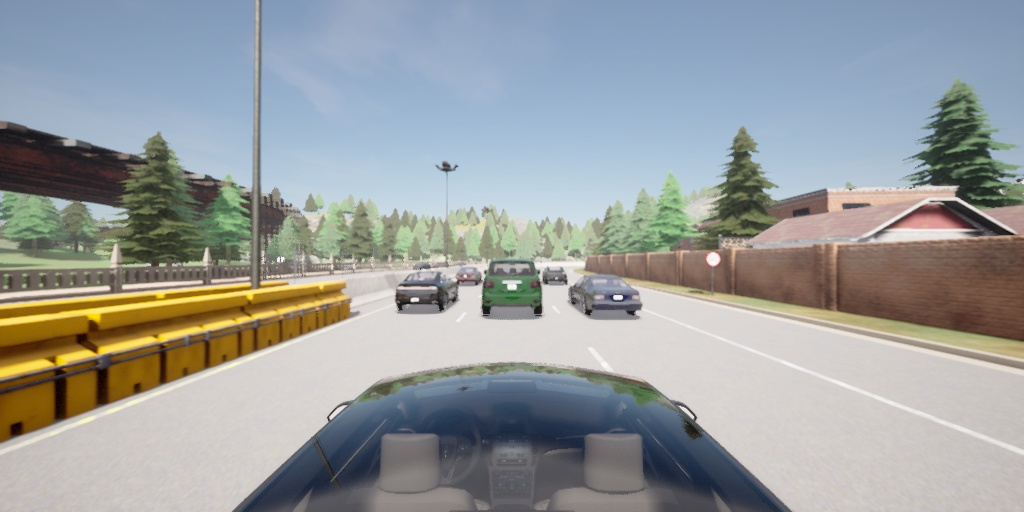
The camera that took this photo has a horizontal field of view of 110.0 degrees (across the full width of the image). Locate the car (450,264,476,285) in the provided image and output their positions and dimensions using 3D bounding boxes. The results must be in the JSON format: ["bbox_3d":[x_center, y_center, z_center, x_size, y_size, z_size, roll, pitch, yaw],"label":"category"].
[{"bbox_3d":[-3.485,1.602,29.341,2.033,1.411,5.357,0,-1,0],"label":"car"}]

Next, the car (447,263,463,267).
[{"bbox_3d":[-9.405,1.904,63.200,1.882,1.535,5.008,0,-1,9],"label":"car"}]

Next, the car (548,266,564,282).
[{"bbox_3d":[3.527,1.558,30.333,2.128,1.511,4.902,0,0,0],"label":"car"}]

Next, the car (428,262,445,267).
[{"bbox_3d":[-12.807,1.789,64.154,2.097,1.767,4.553,0,-1,9],"label":"car"}]

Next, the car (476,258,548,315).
[{"bbox_3d":[0.009,1.115,14.390,2.150,2.045,5.566,0,0,0],"label":"car"}]

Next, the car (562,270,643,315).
[{"bbox_3d":[3.509,1.437,14.348,2.033,1.411,5.357,0,-1,0],"label":"car"}]

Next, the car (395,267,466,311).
[{"bbox_3d":[-3.482,1.393,15.336,2.128,1.511,4.902,0,0,0],"label":"car"}]
